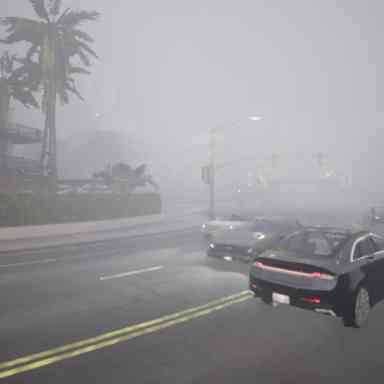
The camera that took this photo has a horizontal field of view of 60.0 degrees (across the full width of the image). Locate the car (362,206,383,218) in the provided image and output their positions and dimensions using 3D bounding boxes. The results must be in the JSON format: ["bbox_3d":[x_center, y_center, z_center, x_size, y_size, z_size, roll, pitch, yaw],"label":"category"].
[{"bbox_3d":[13.230,1.667,23.297,1.895,1.301,4.718,0,0,19],"label":"car"}]

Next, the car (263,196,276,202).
[{"bbox_3d":[20.648,1.825,88.366,2.231,1.521,4.892,0,0,25],"label":"car"}]

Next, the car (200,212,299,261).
[{"bbox_3d":[2.802,1.596,11.957,2.033,1.411,5.357,0,0,41],"label":"car"}]

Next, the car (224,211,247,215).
[{"bbox_3d":[2.345,1.675,16.842,1.895,1.301,4.718,0,0,34],"label":"car"}]

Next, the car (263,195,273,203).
[{"bbox_3d":[17.808,1.659,77.972,2.185,1.767,4.553,0,0,15],"label":"car"}]

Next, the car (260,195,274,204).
[{"bbox_3d":[16.270,1.761,71.732,2.097,1.535,5.008,0,0,15],"label":"car"}]

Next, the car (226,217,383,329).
[{"bbox_3d":[3.170,1.516,7.111,4.902,1.511,2.128,0,0,-45],"label":"car"}]
